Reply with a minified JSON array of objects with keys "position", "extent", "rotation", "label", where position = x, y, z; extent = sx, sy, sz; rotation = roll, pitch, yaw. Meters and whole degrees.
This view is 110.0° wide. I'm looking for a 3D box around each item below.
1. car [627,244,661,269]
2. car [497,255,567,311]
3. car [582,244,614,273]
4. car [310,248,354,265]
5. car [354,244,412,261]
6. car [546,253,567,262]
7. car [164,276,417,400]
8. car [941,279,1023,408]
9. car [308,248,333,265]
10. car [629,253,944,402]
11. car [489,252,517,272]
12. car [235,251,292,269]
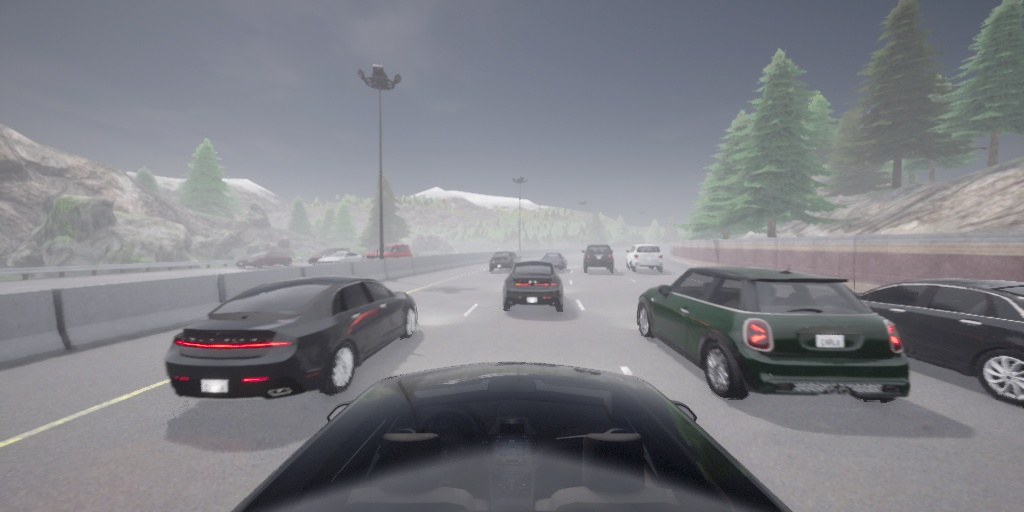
[{"position":[10.289,0.118,28.006],"extent":[2.150,2.045,5.566],"rotation":[0,2,12],"label":"car"},{"position":[0.779,0.902,12.480],"extent":[1.837,1.490,4.892],"rotation":[0,2,5],"label":"car"},{"position":[6.617,0.129,27.567],"extent":[2.150,2.045,5.566],"rotation":[0,2,12],"label":"car"},{"position":[-14.390,0.318,30.431],"extent":[1.812,1.442,4.674],"rotation":[0,2,12],"label":"car"},{"position":[-10.712,0.001,31.039],"extent":[2.150,2.045,5.566],"rotation":[0,1,12],"label":"car"},{"position":[3.375,0.423,28.937],"extent":[1.994,1.385,4.181],"rotation":[0,2,12],"label":"car"},{"position":[-3.162,1.099,6.349],"extent":[1.837,1.490,4.892],"rotation":[0,2,2],"label":"car"},{"position":[7.313,1.124,5.910],"extent":[1.837,1.490,4.892],"rotation":[0,2,2],"label":"car"},{"position":[-17.143,0.017,34.236],"extent":[2.097,1.767,4.553],"rotation":[1,2,13],"label":"car"},{"position":[3.844,0.953,6.354],"extent":[2.097,1.767,4.553],"rotation":[0,2,2],"label":"car"},{"position":[-0.429,0.392,27.958],"extent":[1.837,1.490,4.892],"rotation":[0,2,11],"label":"car"},{"position":[-21.378,0.287,31.152],"extent":[1.812,1.442,4.674],"rotation":[0,2,11],"label":"car"}]
